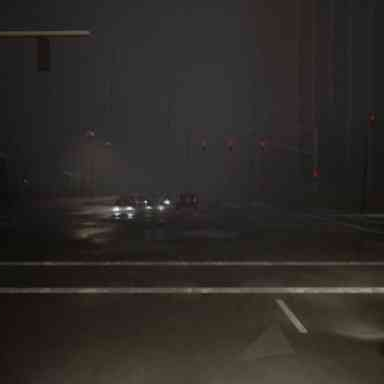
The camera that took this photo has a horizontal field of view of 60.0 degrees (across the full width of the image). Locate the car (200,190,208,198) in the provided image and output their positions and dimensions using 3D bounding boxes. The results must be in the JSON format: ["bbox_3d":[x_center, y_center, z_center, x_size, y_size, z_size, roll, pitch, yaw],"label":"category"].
[{"bbox_3d":[2.339,0.431,68.857,1.812,1.442,4.674,0,1,-1],"label":"car"}]

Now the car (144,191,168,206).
[{"bbox_3d":[-4.348,0.881,40.673,1.812,1.442,4.674,0,1,1],"label":"car"}]

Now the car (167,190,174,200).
[{"bbox_3d":[-4.537,0.606,55.833,2.128,1.511,4.902,0,1,0],"label":"car"}]

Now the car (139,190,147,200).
[{"bbox_3d":[-8.022,0.492,54.438,2.097,1.767,4.553,0,1,0],"label":"car"}]

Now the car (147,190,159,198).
[{"bbox_3d":[-8.181,0.401,70.177,2.033,1.411,5.357,0,1,-1],"label":"car"}]

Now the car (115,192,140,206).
[{"bbox_3d":[-7.821,0.972,39.621,1.895,1.301,4.718,0,1,-1],"label":"car"}]

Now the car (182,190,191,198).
[{"bbox_3d":[-1.160,0.385,68.777,1.882,1.535,5.008,0,1,-1],"label":"car"}]

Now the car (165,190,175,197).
[{"bbox_3d":[-4.700,0.269,71.504,2.033,1.411,5.357,0,1,-1],"label":"car"}]

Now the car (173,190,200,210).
[{"bbox_3d":[-0.541,0.807,34.274,2.097,1.767,4.553,0,1,-1],"label":"car"}]

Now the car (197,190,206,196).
[{"bbox_3d":[2.191,0.195,79.073,2.033,1.411,5.357,0,1,-1],"label":"car"}]

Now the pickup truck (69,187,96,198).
[{"bbox_3d":[-21.205,0.055,63.373,2.390,2.098,6.274,1,1,30],"label":"pickup truck"}]
